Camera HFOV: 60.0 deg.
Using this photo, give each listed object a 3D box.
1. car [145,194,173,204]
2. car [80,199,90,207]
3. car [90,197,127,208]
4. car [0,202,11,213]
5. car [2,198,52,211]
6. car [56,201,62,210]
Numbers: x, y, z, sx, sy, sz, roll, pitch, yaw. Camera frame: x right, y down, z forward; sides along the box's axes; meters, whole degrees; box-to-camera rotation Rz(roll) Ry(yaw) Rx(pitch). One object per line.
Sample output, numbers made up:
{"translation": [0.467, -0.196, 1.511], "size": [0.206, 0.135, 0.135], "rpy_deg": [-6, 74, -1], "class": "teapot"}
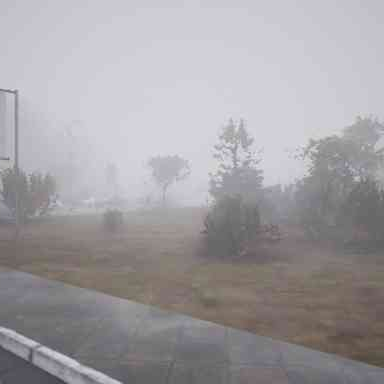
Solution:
{"translation": [-5.346, 1.163, 55.865], "size": [2.097, 1.767, 4.553], "rpy_deg": [0, 1, 40], "class": "car"}
{"translation": [-14.483, 1.465, 50.041], "size": [1.812, 1.442, 4.674], "rpy_deg": [0, 0, 39], "class": "car"}
{"translation": [-11.664, 1.416, 47.952], "size": [1.882, 1.535, 5.008], "rpy_deg": [0, 0, 39], "class": "car"}
{"translation": [-18.524, 1.601, 33.405], "size": [1.895, 1.301, 4.718], "rpy_deg": [0, 0, 39], "class": "car"}
{"translation": [-20.776, 1.542, 42.137], "size": [2.033, 1.411, 5.357], "rpy_deg": [0, 0, 39], "class": "car"}
{"translation": [-17.998, 1.521, 40.005], "size": [1.812, 1.442, 4.674], "rpy_deg": [0, 0, 39], "class": "car"}
